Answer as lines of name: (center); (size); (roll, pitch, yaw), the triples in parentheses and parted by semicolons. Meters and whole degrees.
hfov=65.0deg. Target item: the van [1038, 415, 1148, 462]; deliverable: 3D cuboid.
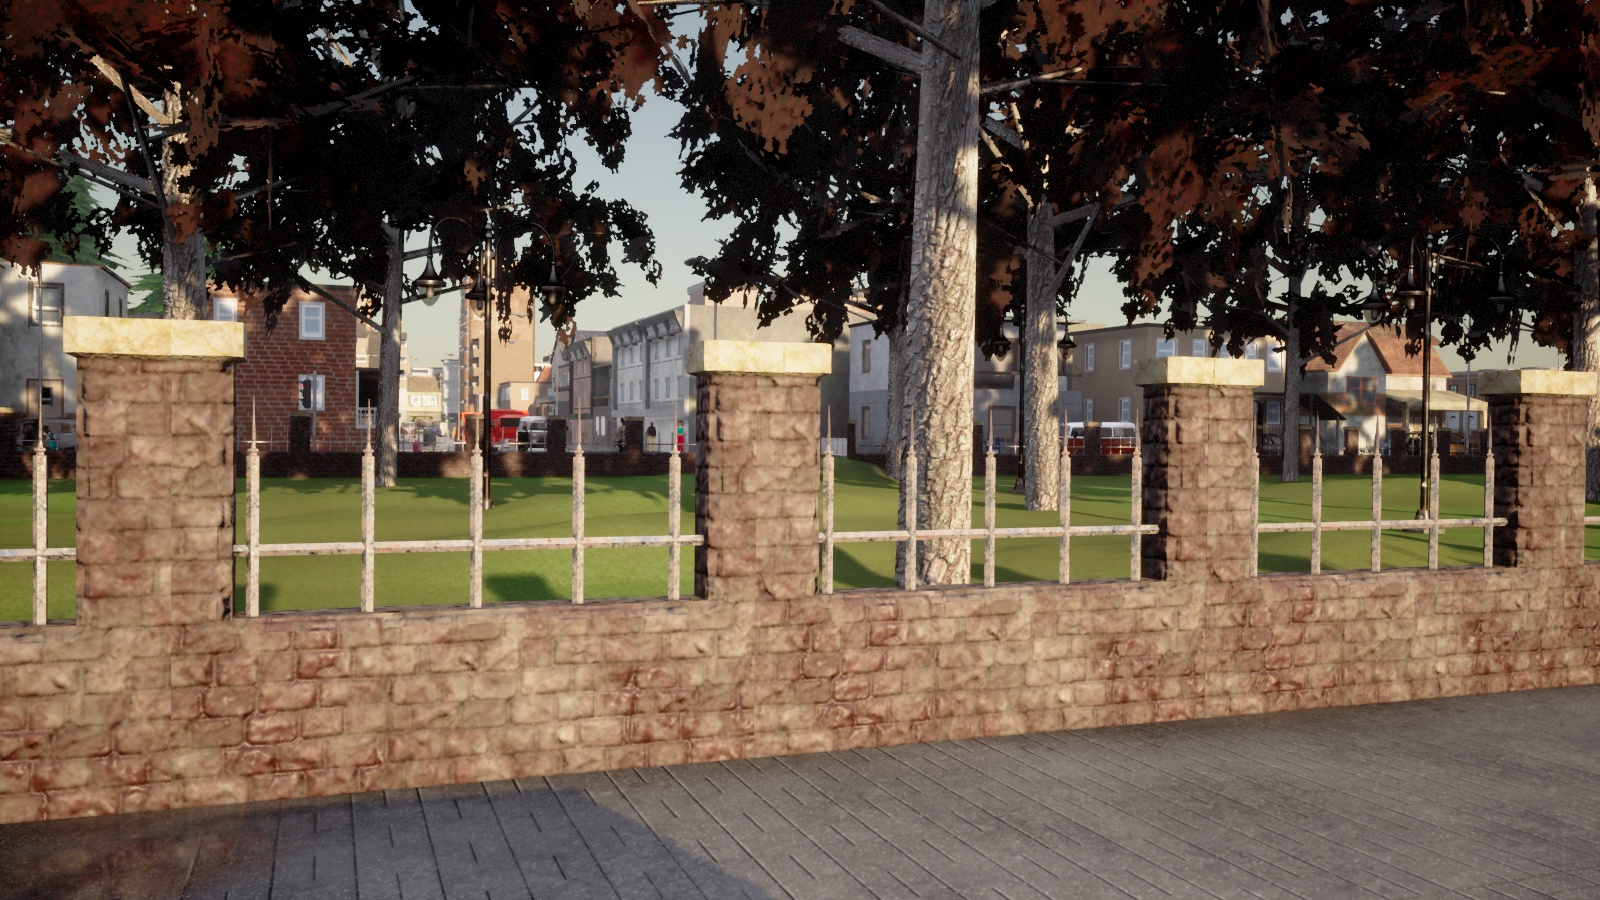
van: (13.382, -0.555, 57.302); (4.480, 2.038, 2.069); (-1, 1, -21)

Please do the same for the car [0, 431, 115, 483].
car: (-25.906, 0.233, 42.346); (4.611, 1.667, 2.242); (-1, 1, -19)

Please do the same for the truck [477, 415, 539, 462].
truck: (-16.174, -0.643, 69.318); (2.627, 2.467, 5.204); (-1, 1, -21)

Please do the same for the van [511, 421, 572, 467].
van: (-12.076, -0.300, 58.522); (2.069, 2.038, 4.480); (-1, 1, -21)

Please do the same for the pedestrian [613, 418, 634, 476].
pedestrian: (-5.632, -0.084, 40.103); (0.594, 1.836, 0.345); (-1, 1, -21)

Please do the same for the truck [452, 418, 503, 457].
truck: (-21.342, -0.798, 82.945); (2.627, 2.467, 5.204); (-1, 0, -21)

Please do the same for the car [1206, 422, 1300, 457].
car: (21.834, -0.524, 60.518); (3.988, 1.617, 1.851); (-1, 1, -21)

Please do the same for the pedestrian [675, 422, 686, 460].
pedestrian: (-5.887, -0.434, 61.766); (0.345, 1.836, 0.594); (0, 1, 11)

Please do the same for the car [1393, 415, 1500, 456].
car: (30.654, -0.686, 59.588); (4.605, 1.855, 1.932); (-1, 1, -21)

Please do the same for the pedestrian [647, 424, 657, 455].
pedestrian: (-8.944, -0.630, 75.863); (0.431, 1.840, 0.703); (-1, 1, -21)
